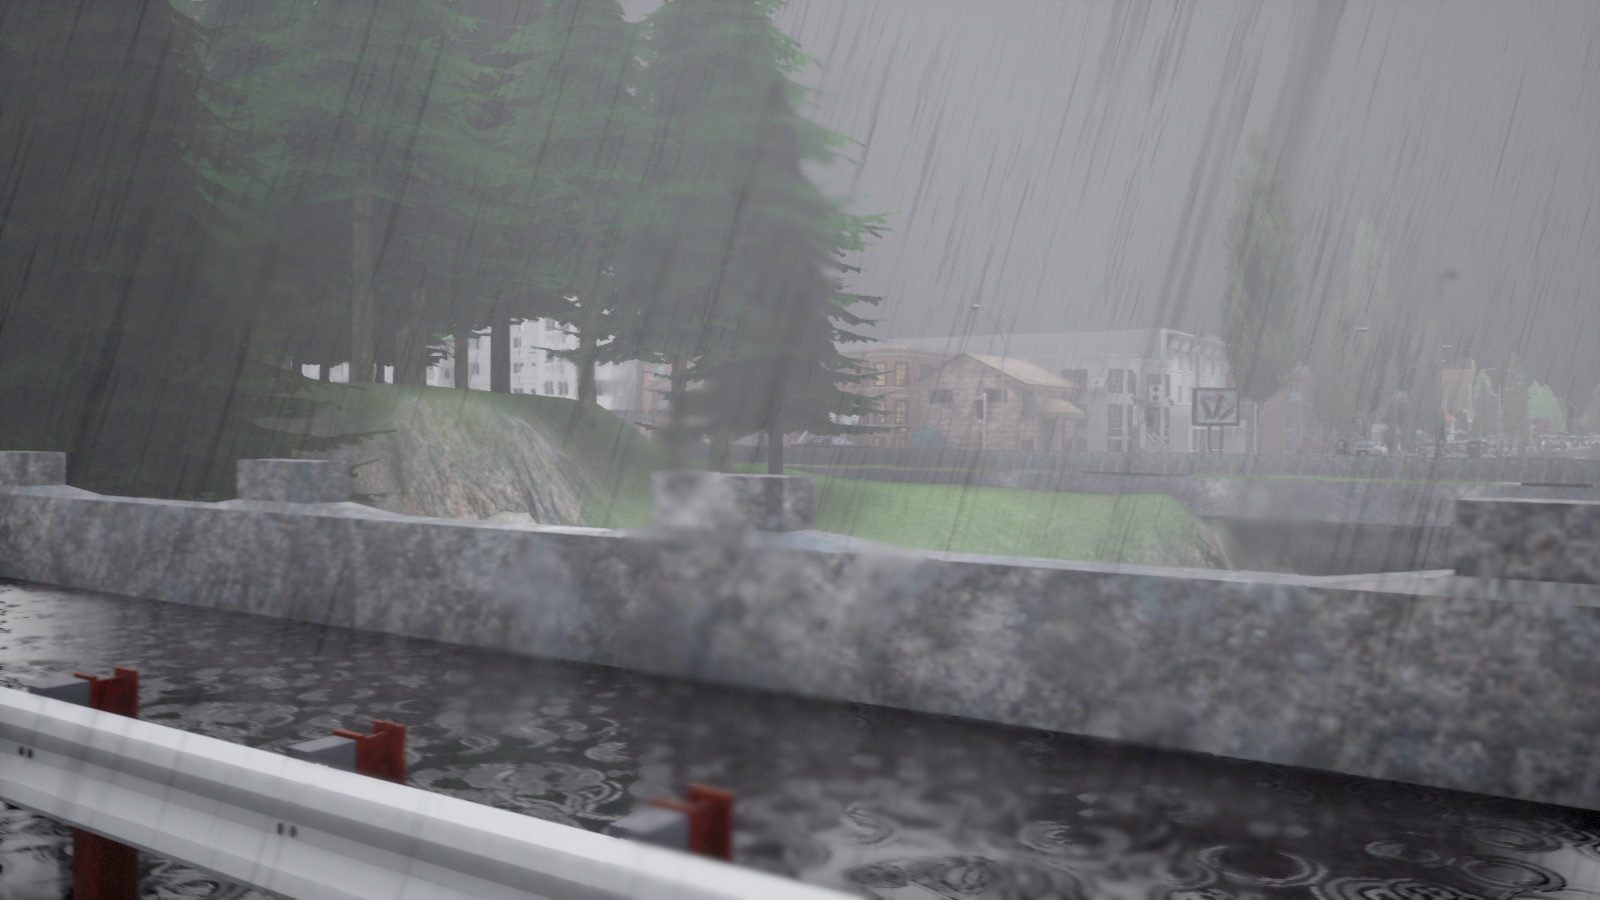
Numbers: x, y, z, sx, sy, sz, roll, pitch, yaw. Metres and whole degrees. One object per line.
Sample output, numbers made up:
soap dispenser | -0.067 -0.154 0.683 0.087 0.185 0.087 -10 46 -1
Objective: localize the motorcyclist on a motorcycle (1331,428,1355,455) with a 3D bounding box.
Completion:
motorcyclist on a motorcycle | 31.291 -0.504 72.334 0.866 1.530 2.191 0 1 34

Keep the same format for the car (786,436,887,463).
car | 1.799 -0.038 62.517 4.718 1.301 1.895 0 1 34

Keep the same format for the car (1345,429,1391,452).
car | 35.850 -0.610 79.187 1.994 1.385 4.181 0 1 34

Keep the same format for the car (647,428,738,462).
car | -5.805 -0.280 67.576 4.553 1.767 2.097 0 1 34
